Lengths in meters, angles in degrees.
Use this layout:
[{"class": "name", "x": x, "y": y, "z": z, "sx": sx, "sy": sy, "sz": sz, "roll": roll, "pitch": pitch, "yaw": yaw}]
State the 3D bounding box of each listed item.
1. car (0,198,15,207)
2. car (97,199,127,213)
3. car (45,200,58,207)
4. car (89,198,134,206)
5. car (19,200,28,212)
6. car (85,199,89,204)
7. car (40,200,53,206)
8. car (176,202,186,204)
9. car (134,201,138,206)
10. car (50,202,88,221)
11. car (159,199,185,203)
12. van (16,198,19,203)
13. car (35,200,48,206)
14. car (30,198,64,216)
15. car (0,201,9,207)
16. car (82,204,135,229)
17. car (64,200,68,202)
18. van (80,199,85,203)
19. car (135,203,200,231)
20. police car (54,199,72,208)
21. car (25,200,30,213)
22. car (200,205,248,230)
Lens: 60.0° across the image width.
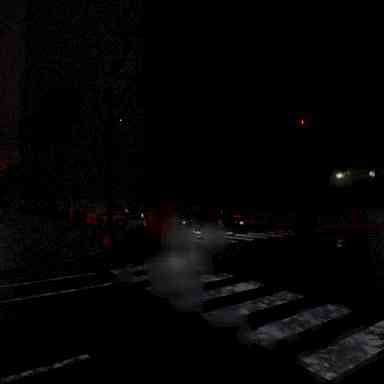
[{"class": "car", "x": -41.269, "y": 2.667, "z": 73.684, "sx": 1.887, "sy": 1.381, "sz": 4.507, "roll": -1, "pitch": 0, "yaw": -35}, {"class": "car", "x": -11.156, "y": 1.876, "z": 46.084, "sx": 2.192, "sy": 1.841, "sz": 5.009, "roll": -1, "pitch": 0, "yaw": -35}, {"class": "car", "x": -31.710, "y": 2.596, "z": 74.954, "sx": 1.947, "sy": 1.339, "sz": 4.313, "roll": -1, "pitch": 0, "yaw": -35}, {"class": "car", "x": -7.565, "y": 1.741, "z": 30.900, "sx": 2.097, "sy": 1.767, "sz": 4.553, "roll": 0, "pitch": -1, "yaw": -35}, {"class": "car", "x": -23.324, "y": 2.157, "z": 48.445, "sx": 1.967, "sy": 1.590, "sz": 4.097, "roll": -1, "pitch": 0, "yaw": -35}, {"class": "car", "x": -11.030, "y": 1.739, "z": 41.290, "sx": 2.150, "sy": 2.045, "sz": 5.566, "roll": 0, "pitch": -1, "yaw": -35}, {"class": "car", "x": -34.726, "y": 2.661, "z": 79.195, "sx": 1.947, "sy": 1.339, "sz": 4.313, "roll": -1, "pitch": 0, "yaw": -35}, {"class": "car", "x": 0.622, "y": 1.829, "z": 29.487, "sx": 1.887, "sy": 1.381, "sz": 4.507, "roll": -1, "pitch": 0, "yaw": -35}, {"class": "car", "x": -5.264, "y": 2.005, "z": 37.786, "sx": 1.802, "sy": 1.307, "sz": 4.206, "roll": -1, "pitch": 0, "yaw": -35}, {"class": "car", "x": -11.996, "y": 2.004, "z": 32.518, "sx": 2.008, "sy": 1.369, "sz": 4.403, "roll": -1, "pitch": 0, "yaw": -35}, {"class": "car", "x": -2.327, "y": 1.669, "z": 33.637, "sx": 2.192, "sy": 1.841, "sz": 5.009, "roll": -1, "pitch": 0, "yaw": -35}, {"class": "van", "x": -26.158, "y": 2.123, "z": 52.427, "sx": 1.690, "sy": 1.788, "sz": 3.998, "roll": -1, "pitch": 0, "yaw": -35}, {"class": "car", "x": -37.740, "y": 2.711, "z": 83.434, "sx": 2.008, "sy": 1.369, "sz": 4.403, "roll": -1, "pitch": 0, "yaw": -35}, {"class": "car", "x": -17.665, "y": 1.901, "z": 40.482, "sx": 2.192, "sy": 1.841, "sz": 5.009, "roll": -1, "pitch": 0, "yaw": -35}, {"class": "car", "x": -44.383, "y": 2.771, "z": 78.066, "sx": 1.802, "sy": 1.307, "sz": 4.206, "roll": -1, "pitch": 0, "yaw": -35}, {"class": "car", "x": -6.236, "y": 1.843, "z": 24.416, "sx": 1.752, "sy": 1.417, "sz": 4.829, "roll": -1, "pitch": 0, "yaw": -35}, {"class": "car", "x": -19.211, "y": 1.886, "z": 47.363, "sx": 2.150, "sy": 2.045, "sz": 5.566, "roll": 0, "pitch": -1, "yaw": -35}, {"class": "van", "x": -17.042, "y": 2.038, "z": 54.383, "sx": 1.690, "sy": 1.788, "sz": 3.998, "roll": -1, "pitch": 0, "yaw": -35}, {"class": "car", "x": -1.807, "y": 1.759, "z": 22.839, "sx": 1.837, "sy": 1.490, "sz": 4.892, "roll": 0, "pitch": -1, "yaw": -35}, {"class": "police car", "x": -25.432, "y": 2.308, "z": 65.456, "sx": 1.930, "sy": 1.638, "sz": 5.238, "roll": 0, "pitch": -1, "yaw": -35}, {"class": "car", "x": -20.491, "y": 2.196, "z": 44.463, "sx": 1.887, "sy": 1.381, "sz": 4.507, "roll": -1, "pitch": 0, "yaw": -35}, {"class": "car", "x": 1.736, "y": 1.727, "z": 23.174, "sx": 1.837, "sy": 1.490, "sz": 4.892, "roll": -2, "pitch": 1, "yaw": -36}]
